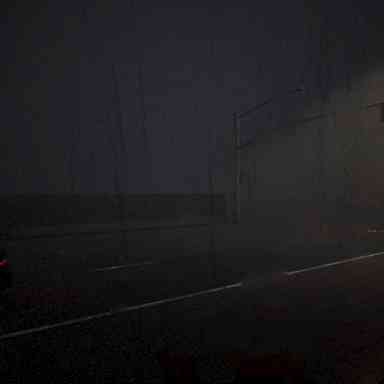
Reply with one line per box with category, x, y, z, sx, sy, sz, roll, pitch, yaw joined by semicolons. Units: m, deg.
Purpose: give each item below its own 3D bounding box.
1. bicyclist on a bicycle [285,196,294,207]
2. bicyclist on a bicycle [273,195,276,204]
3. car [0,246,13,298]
bicyclist on a bicycle;14.516;1.453;49.552;1.656;1.620;0.582;0;0;-23
bicyclist on a bicycle;13.517;1.300;54.460;0.582;1.620;1.656;0;0;21
car;-5.709;1.505;5.445;4.892;1.490;1.837;0;0;-36
